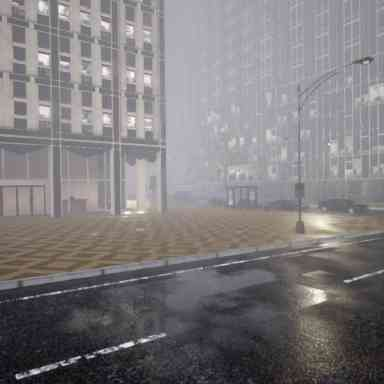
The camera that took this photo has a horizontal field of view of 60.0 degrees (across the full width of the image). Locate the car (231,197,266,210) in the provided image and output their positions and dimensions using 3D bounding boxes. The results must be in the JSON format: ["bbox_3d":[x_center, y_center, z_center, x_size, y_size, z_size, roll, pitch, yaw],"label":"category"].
[{"bbox_3d":[7.082,1.386,39.572,1.802,1.307,4.206,-1,1,-34],"label":"car"}]

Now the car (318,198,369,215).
[{"bbox_3d":[14.889,1.355,32.925,1.837,1.490,4.892,-1,1,-34],"label":"car"}]

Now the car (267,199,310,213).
[{"bbox_3d":[10.282,1.421,34.872,1.947,1.339,4.313,-1,1,-34],"label":"car"}]

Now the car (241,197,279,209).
[{"bbox_3d":[8.536,1.349,42.215,1.895,1.301,4.718,-1,1,-34],"label":"car"}]

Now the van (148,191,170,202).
[{"bbox_3d":[-5.680,0.935,58.381,1.690,1.788,3.998,0,1,-34],"label":"van"}]

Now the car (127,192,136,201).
[{"bbox_3d":[-12.108,1.037,67.759,2.008,1.369,4.403,0,1,-34],"label":"car"}]

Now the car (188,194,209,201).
[{"bbox_3d":[1.232,1.040,63.121,1.802,1.307,4.206,-1,1,-34],"label":"car"}]

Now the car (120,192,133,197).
[{"bbox_3d":[-18.050,0.685,91.247,2.008,1.369,4.403,0,1,-34],"label":"car"}]

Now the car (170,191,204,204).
[{"bbox_3d":[-0.863,0.818,55.976,2.150,2.045,5.566,-1,1,-34],"label":"car"}]

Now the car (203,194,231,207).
[{"bbox_3d":[3.916,1.317,44.292,1.947,1.339,4.313,-1,1,-34],"label":"car"}]

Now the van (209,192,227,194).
[{"bbox_3d":[4.445,0.852,58.430,1.690,1.788,3.998,-1,1,-34],"label":"van"}]

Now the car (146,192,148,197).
[{"bbox_3d":[-8.409,0.612,77.181,2.192,1.841,5.009,0,1,-34],"label":"car"}]

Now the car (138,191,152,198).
[{"bbox_3d":[-11.623,0.683,81.870,1.967,1.590,4.097,0,1,-34],"label":"car"}]

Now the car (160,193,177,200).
[{"bbox_3d":[-5.195,0.933,72.497,1.802,1.307,4.206,0,1,-34],"label":"car"}]
